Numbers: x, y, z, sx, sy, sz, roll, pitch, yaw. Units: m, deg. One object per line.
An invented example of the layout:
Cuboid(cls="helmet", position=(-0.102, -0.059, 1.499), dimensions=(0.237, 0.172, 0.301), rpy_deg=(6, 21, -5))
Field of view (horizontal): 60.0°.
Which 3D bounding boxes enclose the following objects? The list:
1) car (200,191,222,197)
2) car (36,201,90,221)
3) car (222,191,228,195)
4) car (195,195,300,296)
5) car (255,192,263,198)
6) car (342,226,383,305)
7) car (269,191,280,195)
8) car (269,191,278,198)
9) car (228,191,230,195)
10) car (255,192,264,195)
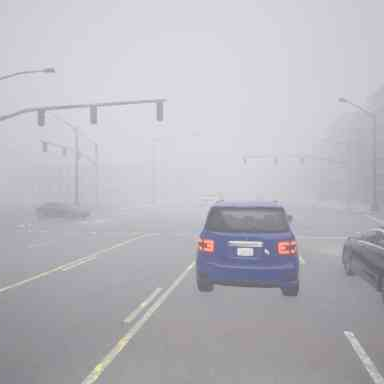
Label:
Cuboid(cls="car", position=(2.488, 1.082, 47.461), dimensions=(2.150, 2.045, 5.566), rpy_deg=(0, 1, 11))
Cuboid(cls="car", position=(-10.457, 1.507, 26.962), dimensions=(4.892, 1.490, 1.837), rpy_deg=(0, -1, 26))
Cuboid(cls="car", position=(4.514, 0.930, 57.648), dimensions=(2.150, 2.045, 5.566), rpy_deg=(0, 1, 11))
Cuboid(cls="car", position=(1.511, 1.222, 8.910), dimensions=(2.150, 2.045, 5.566), rpy_deg=(0, 0, 11))
Cuboid(cls="car", position=(17.203, 0.761, 85.272), dimensions=(1.994, 1.385, 4.181), rpy_deg=(0, 1, 11))
Cuboid(cls="car", position=(4.778, 1.492, 7.388), dimensions=(2.128, 1.511, 4.902), rpy_deg=(0, 0, 11))
Cuboid(cls="car", position=(18.731, 0.886, 74.961), dimensions=(2.128, 1.511, 4.902), rpy_deg=(0, 1, 11))
Cuboid(cls="car", position=(20.710, 0.559, 84.965), dimensions=(2.097, 1.767, 4.553), rpy_deg=(0, 1, 11))
Cuboid(cls="car", position=(6.614, 0.746, 67.888), dimensions=(2.150, 2.045, 5.566), rpy_deg=(0, 1, 12))
Cuboid(cls="car", position=(13.755, 1.015, 67.335), dimensions=(1.837, 1.490, 4.892), rpy_deg=(0, 1, 11))
